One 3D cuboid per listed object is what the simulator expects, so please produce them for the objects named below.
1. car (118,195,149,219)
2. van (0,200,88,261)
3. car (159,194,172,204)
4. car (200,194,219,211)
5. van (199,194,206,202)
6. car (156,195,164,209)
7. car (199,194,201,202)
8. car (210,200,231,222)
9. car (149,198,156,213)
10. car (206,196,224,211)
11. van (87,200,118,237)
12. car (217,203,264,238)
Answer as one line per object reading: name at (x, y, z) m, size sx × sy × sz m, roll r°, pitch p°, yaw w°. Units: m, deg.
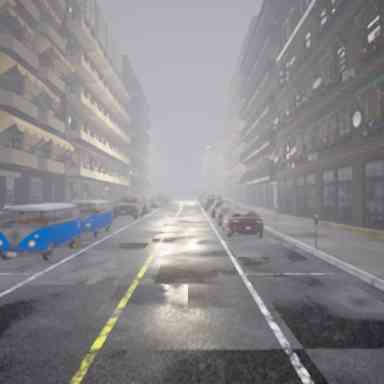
car at (-5.332, 1.277, 28.512) m, size 2.192 × 1.841 × 5.009 m, roll 1°, pitch 0°, yaw 0°
van at (-5.308, 1.319, 11.920) m, size 1.690 × 1.788 × 3.998 m, roll 2°, pitch 0°, yaw 0°
car at (-5.382, 1.285, 61.695) m, size 2.192 × 1.841 × 5.009 m, roll 1°, pitch 0°, yaw 0°
car at (2.497, 1.271, 39.525) m, size 2.192 × 1.841 × 5.009 m, roll 1°, pitch 0°, yaw 0°
van at (2.438, 1.340, 78.246) m, size 1.690 × 1.788 × 3.998 m, roll 1°, pitch 0°, yaw 0°
car at (-5.363, 1.523, 45.105) m, size 1.947 × 1.339 × 4.313 m, roll 1°, pitch 0°, yaw 0°
car at (2.478, 1.399, 50.588) m, size 1.967 × 1.590 × 4.097 m, roll 1°, pitch 0°, yaw 0°
car at (2.551, 1.509, 22.932) m, size 1.887 × 1.381 × 4.507 m, roll 1°, pitch 0°, yaw 0°
car at (-5.340, 1.274, 34.042) m, size 2.192 × 1.841 × 5.009 m, roll 1°, pitch 0°, yaw 0°
car at (2.553, 1.401, 28.464) m, size 1.967 × 1.590 × 4.097 m, roll 1°, pitch 0°, yaw 0°
van at (-5.317, 1.313, 17.452) m, size 1.690 × 1.788 × 3.998 m, roll 1°, pitch 0°, yaw 0°
car at (2.559, 1.515, 17.402) m, size 1.887 × 1.381 × 4.507 m, roll 1°, pitch 0°, yaw 0°
